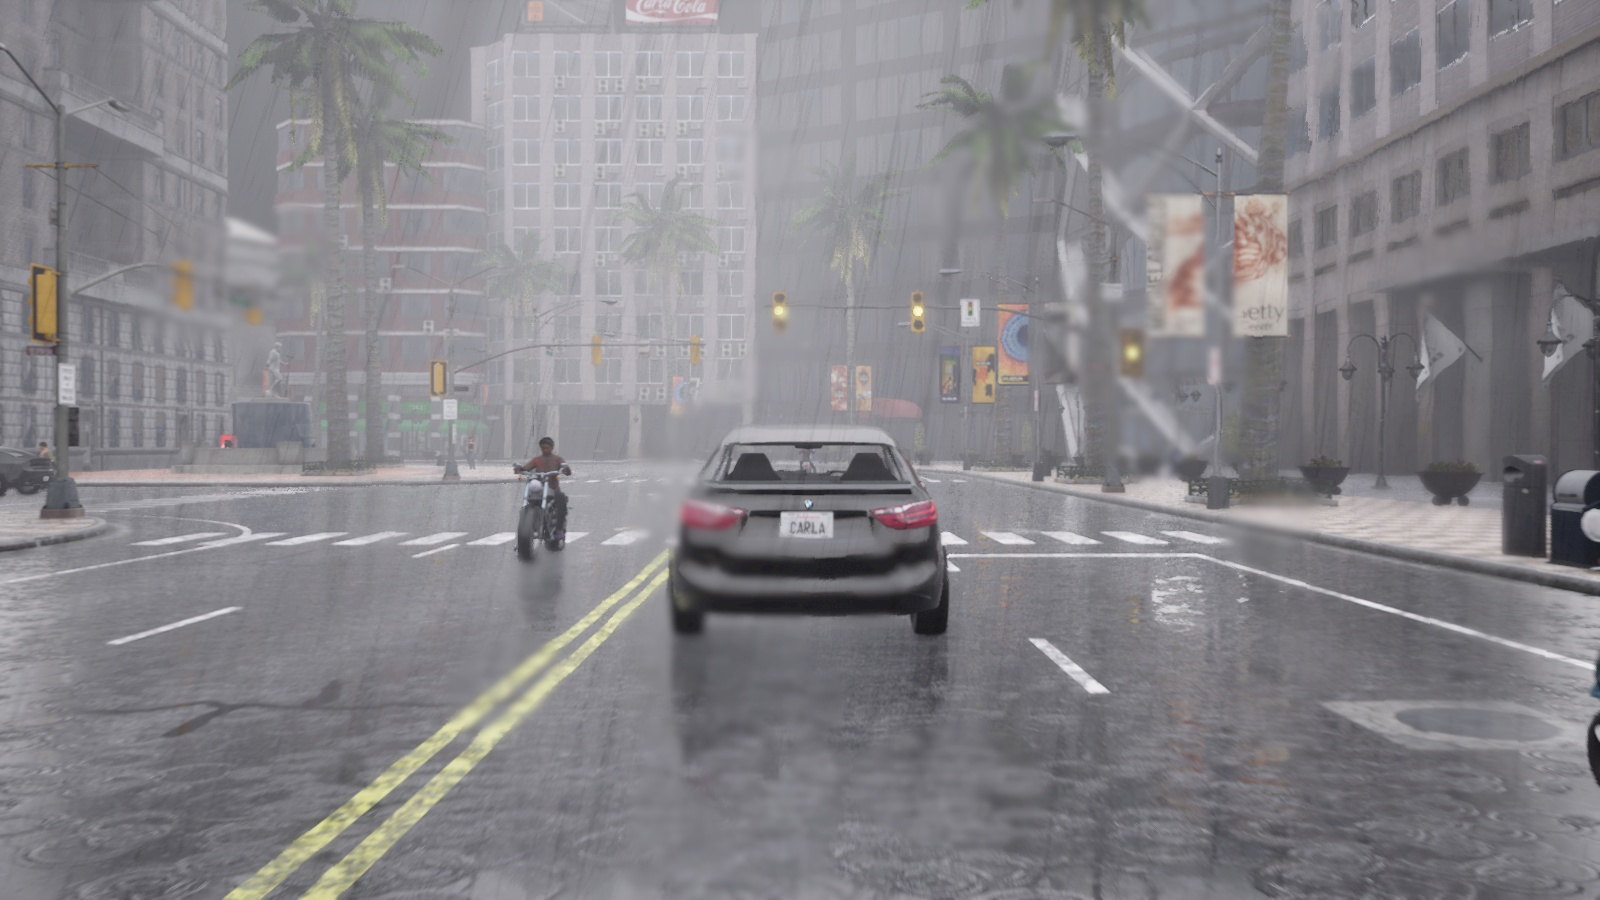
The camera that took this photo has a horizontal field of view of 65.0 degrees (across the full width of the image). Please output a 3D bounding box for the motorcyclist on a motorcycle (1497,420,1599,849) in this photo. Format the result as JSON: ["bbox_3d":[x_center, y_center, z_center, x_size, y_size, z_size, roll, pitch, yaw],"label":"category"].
[{"bbox_3d":[3.397,0.685,4.445,0.866,1.590,1.817,0,0,1],"label":"motorcyclist on a motorcycle"}]

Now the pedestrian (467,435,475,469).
[{"bbox_3d":[-18.032,0.098,68.765,0.345,1.836,0.594,0,0,-8],"label":"pedestrian"}]

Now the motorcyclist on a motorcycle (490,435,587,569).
[{"bbox_3d":[-3.400,0.625,16.539,0.766,1.649,2.350,0,1,0],"label":"motorcyclist on a motorcycle"}]

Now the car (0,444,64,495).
[{"bbox_3d":[-24.916,0.573,37.402,4.892,1.490,1.837,0,0,0],"label":"car"}]

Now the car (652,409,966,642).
[{"bbox_3d":[0.078,0.541,11.287,2.242,1.667,4.611,0,0,0],"label":"car"}]
